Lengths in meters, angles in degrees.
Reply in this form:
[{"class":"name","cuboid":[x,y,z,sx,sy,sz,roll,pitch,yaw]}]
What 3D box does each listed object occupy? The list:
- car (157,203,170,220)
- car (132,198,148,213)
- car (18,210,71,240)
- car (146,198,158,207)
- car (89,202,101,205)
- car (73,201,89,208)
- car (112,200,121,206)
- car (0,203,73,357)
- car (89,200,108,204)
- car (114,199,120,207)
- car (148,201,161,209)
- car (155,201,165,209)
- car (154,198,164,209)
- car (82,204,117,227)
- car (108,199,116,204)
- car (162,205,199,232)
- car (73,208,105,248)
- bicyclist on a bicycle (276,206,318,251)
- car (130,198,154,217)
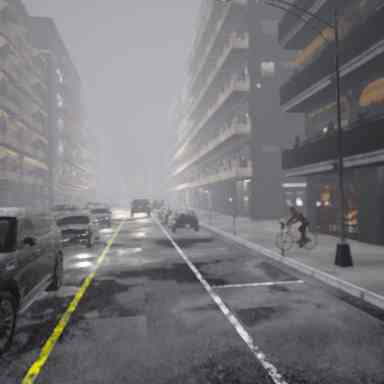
[{"class":"car","cuboid":[-1.510,1.860,27.245,2.008,1.369,4.403,0,-1,-9]},{"class":"car","cuboid":[-7.577,1.876,48.419,2.150,2.045,5.566,-1,-1,-9]},{"class":"car","cuboid":[-8.898,1.919,20.442,1.887,1.381,4.507,0,-1,-9]},{"class":"car","cuboid":[-8.627,2.241,71.214,2.192,1.841,5.009,0,-1,-9]},{"class":"car","cuboid":[-11.539,2.126,36.762,1.752,1.417,4.829,0,-1,-9]},{"class":"car","cuboid":[-9.788,1.765,25.941,2.192,1.841,5.009,0,-1,-9]},{"class":"car","cuboid":[-19.570,2.883,86.392,1.802,1.307,4.206,0,-1,-9]},{"class":"car","cuboid":[-4.009,1.354,6.356,2.150,2.045,5.566,-1,-1,-9]},{"class":"car","cuboid":[-12.457,1.995,42.428,2.192,1.841,5.009,0,-1,-9]},{"class":"car","cuboid":[-17.793,2.460,75.403,2.192,1.841,5.009,0,-1,-9]},{"class":"car","cuboid":[-6.847,2.321,60.220,2.008,1.369,4.403,0,-1,-9]},{"class":"car","cuboid":[-2.427,1.913,32.909,1.752,1.417,4.829,0,-1,-9]},{"class":"car","cuboid":[-5.069,1.931,49.232,2.192,1.841,5.009,0,-1,-9]},{"class":"car","cuboid":[-7.188,1.928,26.083,1.812,1.442,4.674,-1,-1,-9]},{"class":"car","cuboid":[-15.123,2.477,58.913,1.947,1.339,4.313,0,-1,-9]},{"class":"car","cuboid":[-0.621,1.784,21.749,2.008,1.369,4.403,0,-1,-9]},{"class":"car","cuboid":[-5.588,1.770,16.148,1.837,1.490,4.892,-1,-1,-9]},{"class":"bicyclist on a bicycle","cuboid":[3.877,1.348,12.313,1.656,1.620,0.582,-1,-1,-9]},{"class":"car","cuboid":[-5.857,1.727,37.840,2.150,2.045,5.566,-1,-1,-9]}]
